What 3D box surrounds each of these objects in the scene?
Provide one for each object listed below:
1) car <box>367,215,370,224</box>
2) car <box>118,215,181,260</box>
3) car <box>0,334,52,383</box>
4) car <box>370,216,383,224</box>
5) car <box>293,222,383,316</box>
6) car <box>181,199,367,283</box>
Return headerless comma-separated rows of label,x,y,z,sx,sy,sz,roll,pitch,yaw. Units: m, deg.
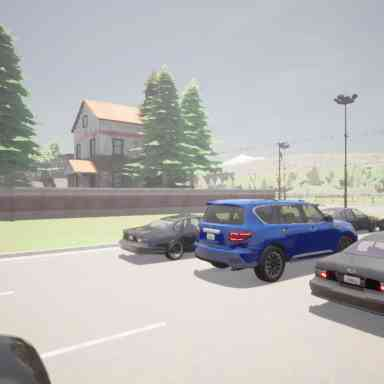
car,8.233,1.547,18.224,5.357,1.411,2.033,0,0,-36
car,0.039,1.547,12.377,5.357,1.411,2.033,0,0,-35
car,-2.914,1.564,1.797,4.181,1.385,1.994,0,0,-34
car,10.671,1.505,15.665,4.892,1.490,1.837,0,0,-35
car,4.765,1.547,7.152,5.357,1.411,2.033,0,0,-36
car,2.660,1.221,9.952,5.566,2.045,2.150,0,0,-35
